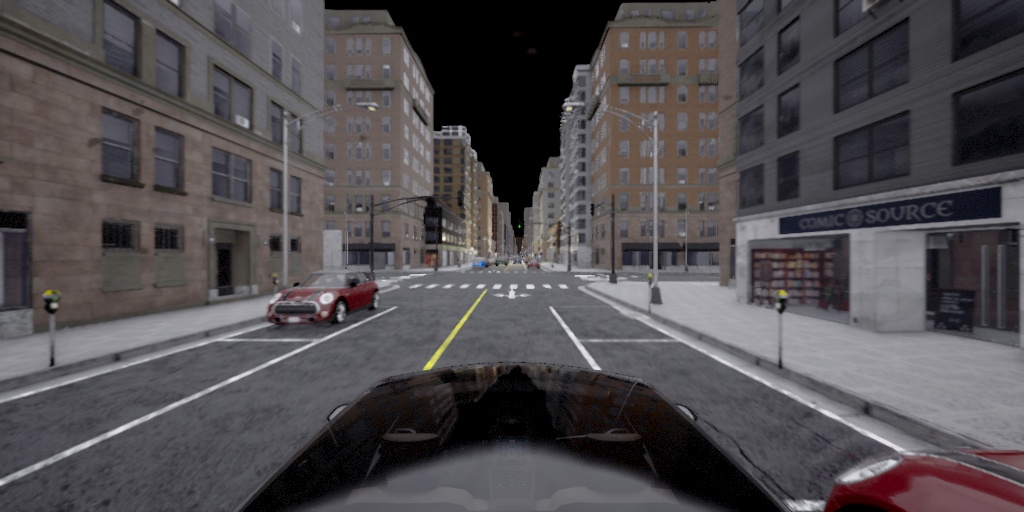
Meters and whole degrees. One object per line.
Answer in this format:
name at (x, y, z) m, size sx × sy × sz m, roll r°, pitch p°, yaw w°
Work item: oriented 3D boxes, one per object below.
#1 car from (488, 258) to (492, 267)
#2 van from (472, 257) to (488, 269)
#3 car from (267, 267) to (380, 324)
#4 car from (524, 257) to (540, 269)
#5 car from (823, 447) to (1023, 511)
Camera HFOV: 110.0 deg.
car at (-5.068, 1.049, 61.040) m, size 2.192 × 1.841 × 5.009 m, roll 0°, pitch 0°, yaw 1°
van at (-5.188, 1.073, 55.518) m, size 1.690 × 1.789 × 3.998 m, roll 0°, pitch 0°, yaw 1°
car at (-5.859, 1.182, 11.633) m, size 1.967 × 1.591 × 4.097 m, roll 0°, pitch 0°, yaw 0°
car at (3.336, 1.173, 55.337) m, size 1.967 × 1.591 × 4.097 m, roll 0°, pitch 0°, yaw 1°
car at (2.668, 1.191, 0.316) m, size 1.967 × 1.591 × 4.097 m, roll 0°, pitch 0°, yaw 0°
